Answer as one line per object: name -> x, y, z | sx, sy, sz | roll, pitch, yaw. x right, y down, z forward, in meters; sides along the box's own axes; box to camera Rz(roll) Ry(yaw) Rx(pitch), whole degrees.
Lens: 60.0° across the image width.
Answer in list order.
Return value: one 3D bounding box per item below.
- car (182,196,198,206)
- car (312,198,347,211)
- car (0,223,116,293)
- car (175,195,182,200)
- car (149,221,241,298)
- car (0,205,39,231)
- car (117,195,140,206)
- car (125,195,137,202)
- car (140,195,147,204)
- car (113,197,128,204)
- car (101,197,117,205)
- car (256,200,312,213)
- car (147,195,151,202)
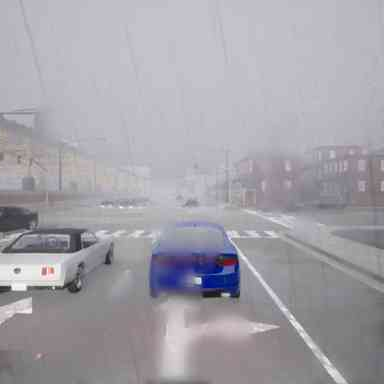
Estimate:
car -> 0.007, 1.547, 55.523 | 2.033, 1.411, 5.357 | 0, 0, 2
car -> 15.755, 1.492, 39.549 | 4.902, 1.511, 2.128 | 0, 0, 0
car -> -3.420, 1.601, 8.838 | 1.895, 1.301, 4.718 | 0, 0, 0
car -> -3.403, 1.500, 89.902 | 1.837, 1.490, 4.892 | 0, 0, 0
car -> 0.075, 1.478, 8.571 | 1.882, 1.535, 5.008 | 0, 0, 1
car -> -10.247, 1.477, 17.783 | 1.882, 1.535, 5.008 | 0, 0, 6
car -> -10.520, 1.352, 55.033 | 2.097, 1.767, 4.553 | 0, 0, 0
car -> -13.918, 1.524, 75.857 | 1.812, 1.442, 4.674 | 0, 0, 0
car -> -10.476, 1.505, 64.164 | 1.837, 1.490, 4.892 | 0, 0, 1
car -> -13.955, 1.601, 65.548 | 1.895, 1.301, 4.718 | 0, 0, 1
car -> -14.012, 1.564, 56.543 | 1.994, 1.385, 4.181 | 0, 0, 0
car -> 9.678, 1.547, 35.974 | 5.357, 1.411, 2.033 | 0, 0, -1
car -> -10.420, 1.478, 74.568 | 1.882, 1.535, 5.008 | 0, 0, 0
